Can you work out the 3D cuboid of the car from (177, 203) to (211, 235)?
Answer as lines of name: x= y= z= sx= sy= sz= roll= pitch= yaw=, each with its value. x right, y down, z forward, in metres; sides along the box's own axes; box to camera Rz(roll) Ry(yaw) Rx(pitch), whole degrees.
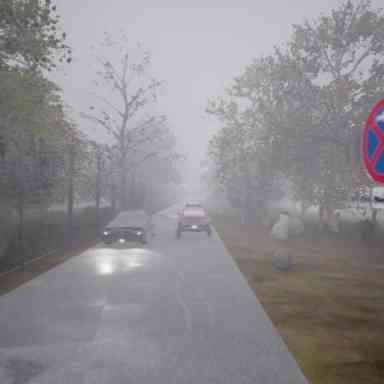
car: x=0.115 y=1.605 z=19.121 sx=1.812 sy=1.442 sz=4.674 roll=0 pitch=0 yaw=0

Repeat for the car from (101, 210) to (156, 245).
car: x=-2.836 y=1.606 z=16.105 sx=2.033 sy=1.411 sz=5.357 roll=0 pitch=0 yaw=0

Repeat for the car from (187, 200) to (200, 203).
car: x=0.194 y=1.685 z=37.278 sx=1.882 sy=1.535 sz=5.008 roll=0 pitch=0 yaw=0
